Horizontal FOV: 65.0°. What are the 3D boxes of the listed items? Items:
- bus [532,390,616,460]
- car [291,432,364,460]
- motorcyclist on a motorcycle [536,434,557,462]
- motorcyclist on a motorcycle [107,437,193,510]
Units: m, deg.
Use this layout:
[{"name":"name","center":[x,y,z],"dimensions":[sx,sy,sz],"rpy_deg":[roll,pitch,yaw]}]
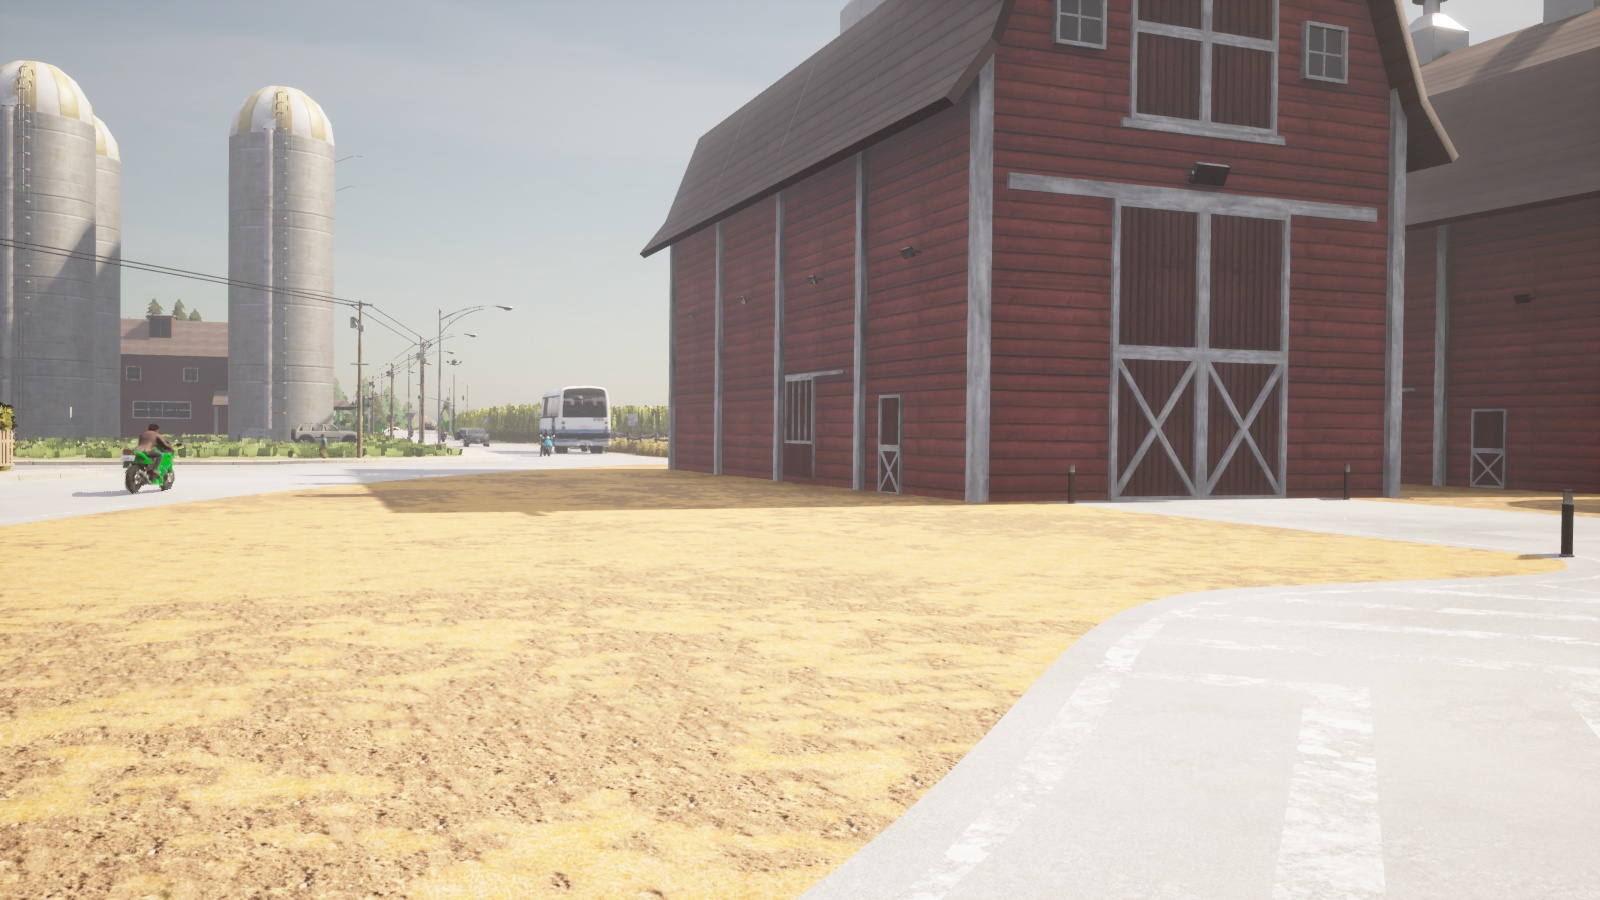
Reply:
[{"name":"bus","center":[-15.075,-1.627,83.047],"dimensions":[3.944,4.253,10.273],"rpy_deg":[-2,1,-18]},{"name":"car","center":[-32.601,-0.303,86.657],"dimensions":[4.605,1.855,1.932],"rpy_deg":[-1,1,-22]},{"name":"motorcyclist on a motorcycle","center":[-14.387,-0.113,71.271],"dimensions":[0.866,1.590,1.817],"rpy_deg":[-1,1,-21]},{"name":"motorcyclist on a motorcycle","center":[-14.097,0.484,27.303],"dimensions":[0.797,1.523,2.044],"rpy_deg":[0,0,0]}]
